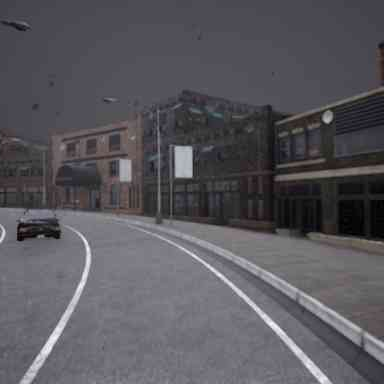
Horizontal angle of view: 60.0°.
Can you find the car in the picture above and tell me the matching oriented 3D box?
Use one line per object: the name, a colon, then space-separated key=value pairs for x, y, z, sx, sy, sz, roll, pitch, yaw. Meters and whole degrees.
car: x=-7.651 y=1.525 z=16.700 sx=2.033 sy=1.411 sz=5.357 roll=0 pitch=0 yaw=-26
